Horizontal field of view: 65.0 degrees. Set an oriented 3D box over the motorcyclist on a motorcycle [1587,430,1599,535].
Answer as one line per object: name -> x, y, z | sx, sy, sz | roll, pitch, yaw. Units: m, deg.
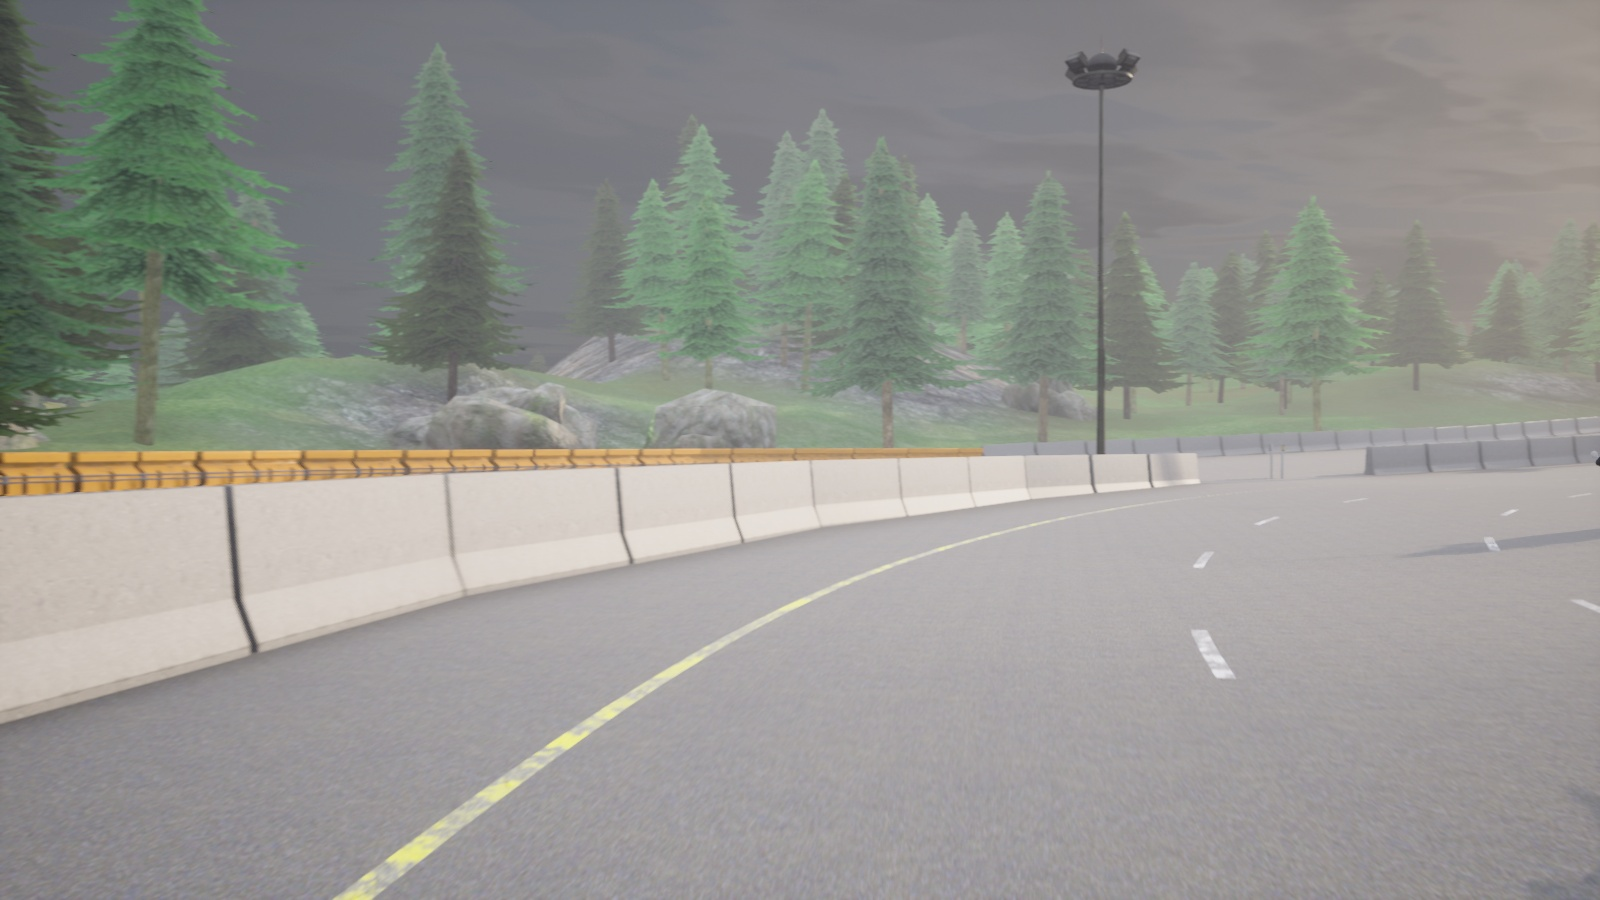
motorcyclist on a motorcycle -> 12.917, 0.485, 19.714 | 0.866, 1.590, 1.817 | 0, 1, 30
